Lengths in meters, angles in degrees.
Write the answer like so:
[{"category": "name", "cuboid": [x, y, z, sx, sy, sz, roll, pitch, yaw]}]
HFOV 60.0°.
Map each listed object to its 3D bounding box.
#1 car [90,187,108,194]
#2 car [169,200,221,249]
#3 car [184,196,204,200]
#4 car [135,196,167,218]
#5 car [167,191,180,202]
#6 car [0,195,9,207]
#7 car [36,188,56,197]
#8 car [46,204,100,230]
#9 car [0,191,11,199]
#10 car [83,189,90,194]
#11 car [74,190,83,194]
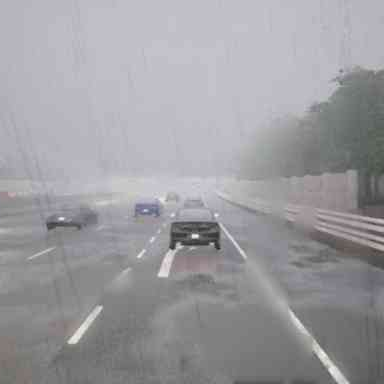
[{"category": "car", "cuboid": [-20.453, -0.013, 74.865, 2.150, 2.045, 5.566, 0, 2, 1]}, {"category": "car", "cuboid": [0.118, 1.332, 13.860, 1.882, 1.535, 5.008, 0, 1, 0]}, {"category": "car", "cuboid": [0.205, 1.144, 33.186, 2.128, 1.511, 4.902, 0, 1, 0]}, {"category": "car", "cuboid": [-3.432, 1.195, 27.210, 1.882, 1.535, 5.008, 0, 1, 0]}, {"category": "car", "cuboid": [-3.190, 0.672, 56.582, 2.097, 1.767, 4.553, 0, 1, 1]}, {"category": "car", "cuboid": [-24.423, 1.135, 39.837, 2.033, 1.411, 5.357, 0, 1, 1]}, {"category": "car", "cuboid": [-31.015, 0.165, 70.744, 2.150, 2.045, 5.566, 0, 2, 1]}, {"category": "car", "cuboid": [-6.865, 1.361, 19.558, 1.994, 1.385, 4.181, 0, 1, 0]}, {"category": "car", "cuboid": [-20.971, 0.868, 34.352, 2.150, 2.045, 5.566, 0, 0, 1]}, {"category": "car", "cuboid": [-23.858, -0.225, 81.091, 2.150, 2.045, 5.566, 0, 2, 1]}, {"category": "car", "cuboid": [-27.357, 0.073, 81.187, 1.812, 1.442, 4.674, 0, 2, 1]}]
